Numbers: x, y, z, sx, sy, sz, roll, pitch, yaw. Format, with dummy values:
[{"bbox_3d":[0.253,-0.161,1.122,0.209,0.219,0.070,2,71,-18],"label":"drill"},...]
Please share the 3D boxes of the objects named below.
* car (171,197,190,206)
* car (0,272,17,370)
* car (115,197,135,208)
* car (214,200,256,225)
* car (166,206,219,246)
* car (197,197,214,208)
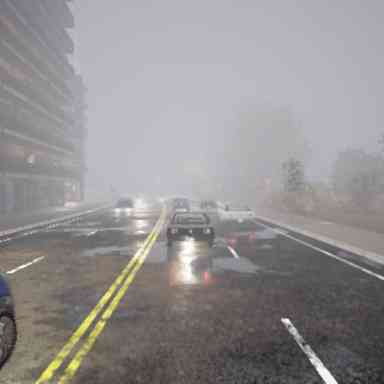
[{"bbox_3d":[-1.242,1.280,36.457,2.033,1.411,5.357,0,0,-5],"label":"car"},{"bbox_3d":[-3.383,1.342,2.532,2.097,1.767,4.553,0,0,0],"label":"car"},{"bbox_3d":[-8.273,1.284,41.390,1.994,1.385,4.181,0,0,-5],"label":"car"},{"bbox_3d":[2.829,1.429,22.233,1.895,1.301,4.718,0,0,-3],"label":"car"},{"bbox_3d":[-0.119,1.494,14.727,1.895,1.301,4.718,0,0,-2],"label":"car"},{"bbox_3d":[1.720,1.300,39.557,1.895,1.301,4.718,0,0,-4],"label":"car"}]
